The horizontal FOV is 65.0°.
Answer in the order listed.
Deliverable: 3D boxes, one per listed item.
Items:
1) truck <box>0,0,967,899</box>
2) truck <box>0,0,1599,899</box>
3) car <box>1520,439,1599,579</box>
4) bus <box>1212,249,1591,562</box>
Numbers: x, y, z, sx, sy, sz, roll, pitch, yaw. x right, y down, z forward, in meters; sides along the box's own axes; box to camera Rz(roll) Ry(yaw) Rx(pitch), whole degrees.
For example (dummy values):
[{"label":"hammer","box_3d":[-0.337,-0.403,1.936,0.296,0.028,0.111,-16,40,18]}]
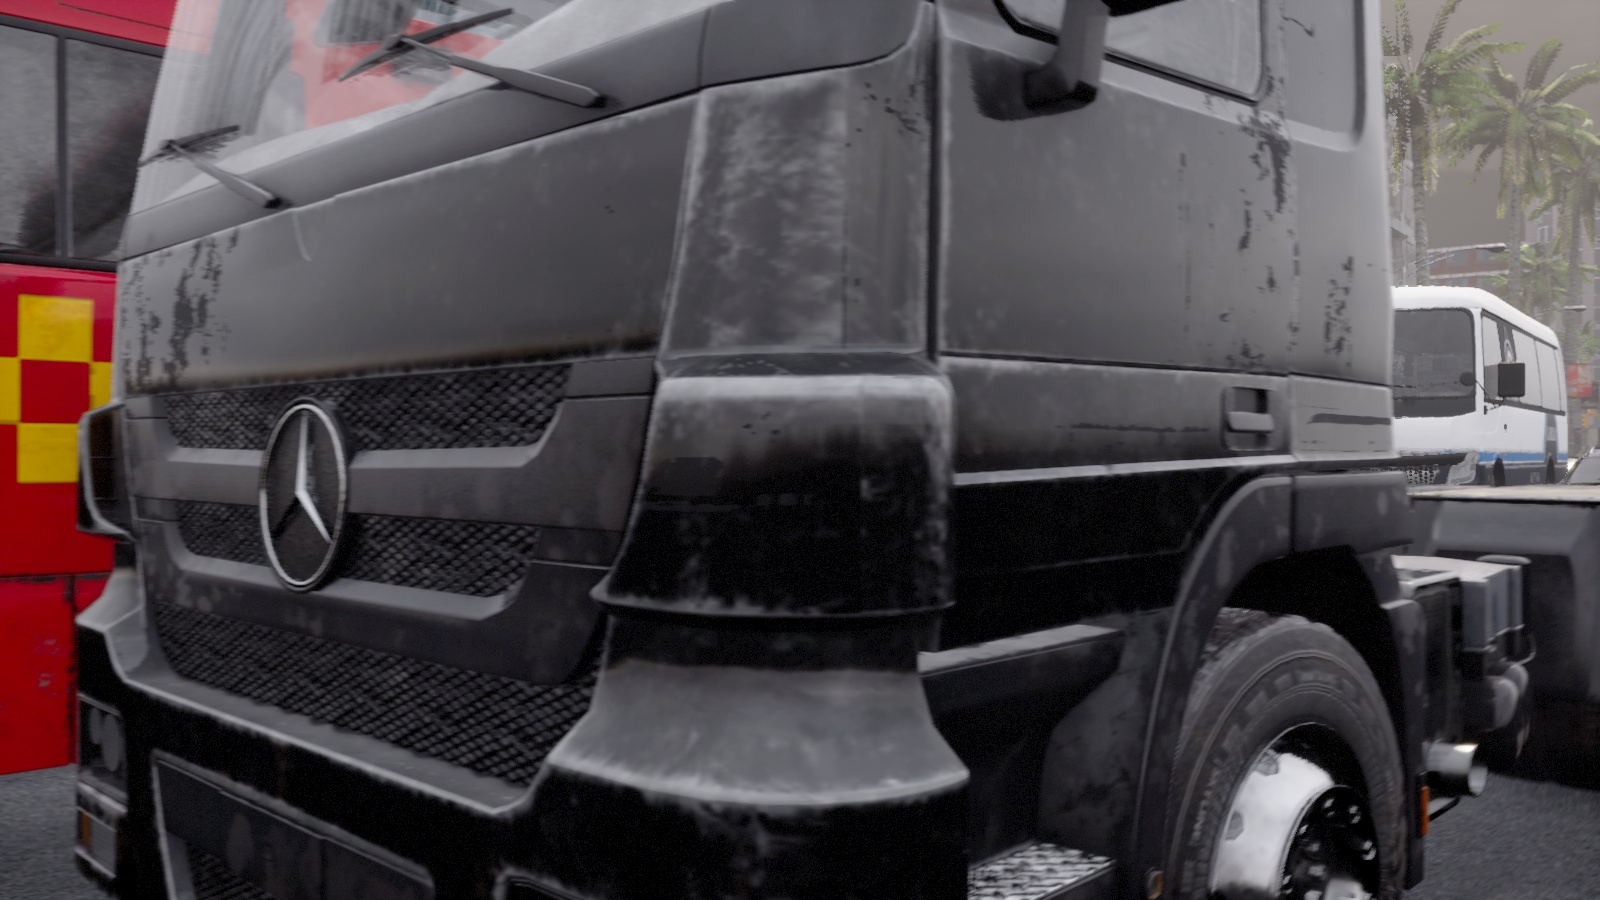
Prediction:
[{"label":"truck","box_3d":[-3.095,-0.392,5.812,8.468,3.827,2.891,0,0,-42]},{"label":"truck","box_3d":[1.585,-0.224,5.235,2.891,3.462,7.936,0,0,44]},{"label":"car","box_3d":[11.071,0.700,16.577,2.033,1.649,4.856,0,0,38]},{"label":"bus","box_3d":[11.121,-0.588,22.331,3.944,4.253,10.273,0,0,38]}]
